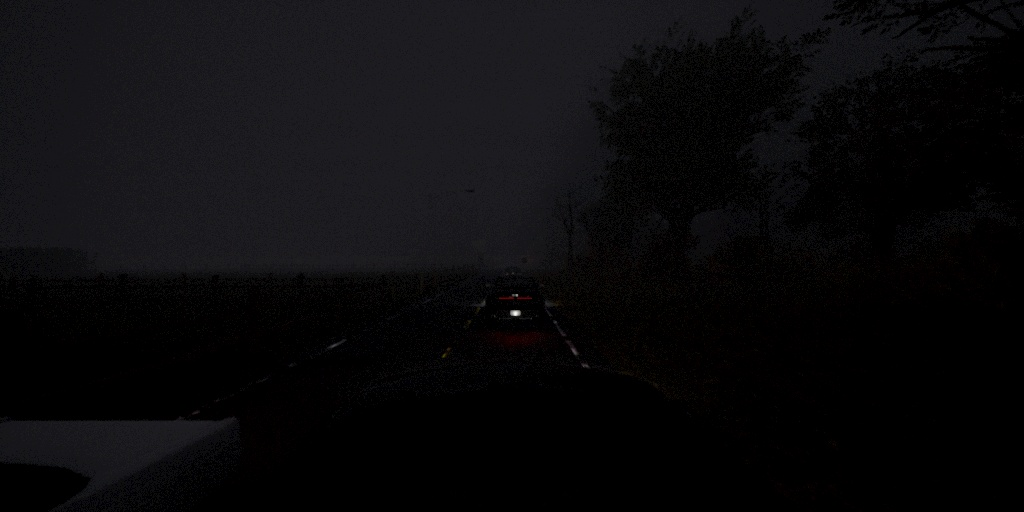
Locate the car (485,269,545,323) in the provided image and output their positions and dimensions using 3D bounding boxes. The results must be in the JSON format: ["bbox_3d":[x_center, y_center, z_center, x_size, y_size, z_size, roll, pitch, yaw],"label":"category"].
[{"bbox_3d":[0.101,1.388,12.654,1.837,1.490,4.892,0,0,0],"label":"car"}]

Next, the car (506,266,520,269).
[{"bbox_3d":[0.099,1.677,34.275,2.033,1.411,5.357,0,-1,0],"label":"car"}]

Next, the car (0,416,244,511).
[{"bbox_3d":[-2.851,1.334,0.302,1.895,1.301,4.718,0,-1,0],"label":"car"}]
